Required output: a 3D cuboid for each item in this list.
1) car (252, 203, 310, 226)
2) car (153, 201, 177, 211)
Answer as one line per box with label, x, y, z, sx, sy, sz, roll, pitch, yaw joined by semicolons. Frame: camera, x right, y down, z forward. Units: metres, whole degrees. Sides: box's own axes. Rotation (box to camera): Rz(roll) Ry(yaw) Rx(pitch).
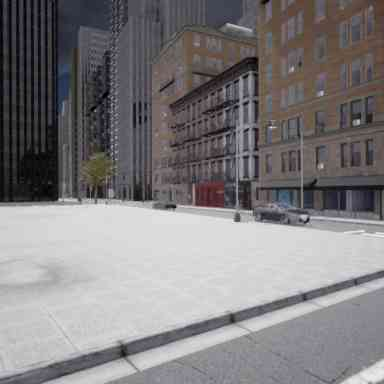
car;6.403;1.570;24.304;2.128;1.511;4.902;0;0;-26
car;-3.683;1.805;44.842;1.895;1.301;4.718;0;0;-26
